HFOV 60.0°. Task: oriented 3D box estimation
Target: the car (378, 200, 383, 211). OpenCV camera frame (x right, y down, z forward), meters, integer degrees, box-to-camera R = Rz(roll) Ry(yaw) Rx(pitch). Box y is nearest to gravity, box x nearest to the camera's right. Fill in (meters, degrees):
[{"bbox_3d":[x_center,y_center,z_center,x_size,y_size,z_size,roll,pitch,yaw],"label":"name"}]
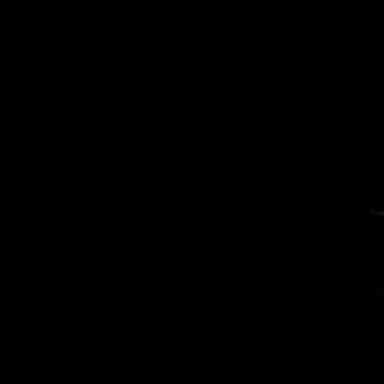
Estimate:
[{"bbox_3d":[22.191,1.462,37.406,1.994,1.385,4.181,0,0,30],"label":"car"}]
